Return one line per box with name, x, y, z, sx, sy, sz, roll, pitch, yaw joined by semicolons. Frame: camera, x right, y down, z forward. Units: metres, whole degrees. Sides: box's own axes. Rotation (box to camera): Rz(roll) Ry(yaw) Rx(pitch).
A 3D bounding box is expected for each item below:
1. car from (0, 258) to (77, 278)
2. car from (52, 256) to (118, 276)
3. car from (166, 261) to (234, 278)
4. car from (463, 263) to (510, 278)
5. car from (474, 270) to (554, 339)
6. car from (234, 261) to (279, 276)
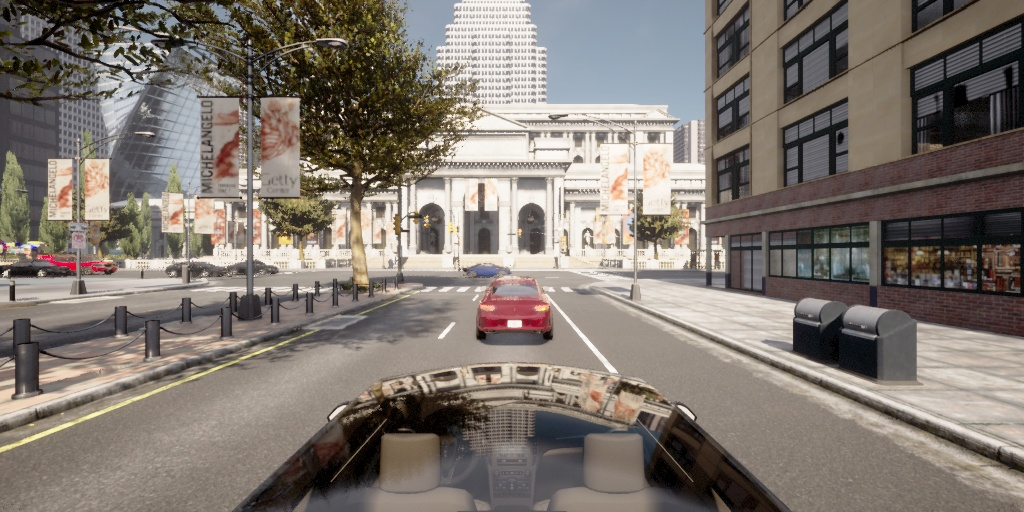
car;-44.238;1.227;33.386;5.008;1.535;1.882;0;0;0
car;-44.228;0.972;36.904;5.566;2.045;2.150;0;0;0
car;-29.243;1.256;33.346;4.892;1.490;1.837;0;0;0
car;-2.114;1.313;33.203;4.181;1.385;1.994;0;0;0
car;0.074;1.276;9.929;1.812;1.442;4.674;0;0;0
car;-26.575;1.275;36.835;4.674;1.442;1.812;0;0;0
